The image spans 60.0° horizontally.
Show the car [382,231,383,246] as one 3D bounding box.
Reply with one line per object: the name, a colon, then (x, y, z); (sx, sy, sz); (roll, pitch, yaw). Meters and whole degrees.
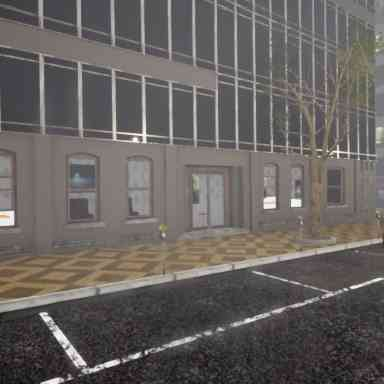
car: (9.365, 1.436, 13.280); (4.097, 1.590, 1.967); (0, -1, -36)
